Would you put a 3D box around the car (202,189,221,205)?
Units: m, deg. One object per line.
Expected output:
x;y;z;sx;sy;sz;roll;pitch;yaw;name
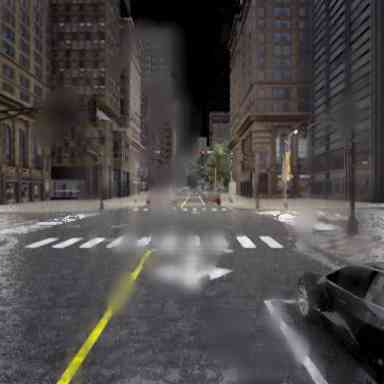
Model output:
3.037;0.876;47.569;2.192;1.841;5.009;0;1;0;car

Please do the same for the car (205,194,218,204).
3.073;1.047;53.111;1.887;1.381;4.507;0;1;0;car

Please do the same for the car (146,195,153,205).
-5.489;1.106;47.626;1.887;1.381;4.507;0;1;0;car

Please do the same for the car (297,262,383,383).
2.768;1.533;4.253;1.947;1.339;4.313;0;0;0;car

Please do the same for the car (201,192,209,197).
3.295;0.669;86.355;1.802;1.307;4.206;1;1;0;car

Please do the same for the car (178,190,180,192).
-5.192;0.446;91.944;1.967;1.590;4.097;1;1;0;car

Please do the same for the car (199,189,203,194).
3.259;0.605;80.813;1.967;1.590;4.097;1;1;0;car

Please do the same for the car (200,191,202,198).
3.147;0.944;64.192;1.947;1.339;4.313;1;1;0;car

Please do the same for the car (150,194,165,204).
-5.453;1.053;53.166;2.008;1.369;4.403;0;1;0;car

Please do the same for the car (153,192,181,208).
-2.857;1.187;39.846;2.128;1.511;4.902;0;2;5;car

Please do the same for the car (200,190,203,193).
3.186;0.834;69.903;1.752;1.417;4.829;1;1;0;car
